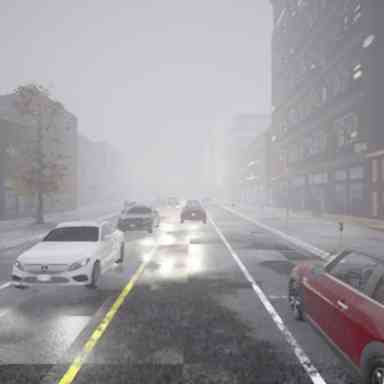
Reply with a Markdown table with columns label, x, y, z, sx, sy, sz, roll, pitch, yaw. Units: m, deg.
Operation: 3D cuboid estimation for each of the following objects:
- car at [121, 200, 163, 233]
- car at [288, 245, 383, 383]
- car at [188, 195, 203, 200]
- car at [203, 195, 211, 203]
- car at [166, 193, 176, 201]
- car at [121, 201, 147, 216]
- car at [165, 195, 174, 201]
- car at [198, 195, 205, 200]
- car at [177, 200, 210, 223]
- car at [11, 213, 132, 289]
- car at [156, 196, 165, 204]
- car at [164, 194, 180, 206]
| label | x | y | z | sx | sy | sz | roll | pitch | yaw |
| --- | --- | --- | --- | --- | --- | --- | --- | --- | --- |
| car | -3.039 | 1.481 | 19.693 | 1.882 | 1.535 | 5.008 | 0 | 0 | 1 |
| car | 2.709 | 1.440 | 4.530 | 1.967 | 1.590 | 4.097 | 1 | 0 | 0 |
| car | 0.132 | 1.485 | 45.859 | 1.882 | 1.535 | 5.008 | 0 | 0 | 0 |
| car | 3.051 | 1.541 | 71.400 | 1.812 | 1.442 | 4.674 | 0 | 0 | 0 |
| car | -5.608 | 1.339 | 89.775 | 2.192 | 1.841 | 5.009 | 1 | 0 | 0 |
| car | -5.653 | 1.588 | 32.908 | 1.802 | 1.307 | 4.206 | 1 | 0 | 0 |
| car | -5.617 | 1.587 | 84.088 | 1.947 | 1.339 | 4.313 | 1 | 0 | 0 |
| car | 2.771 | 1.570 | 95.516 | 1.887 | 1.381 | 4.507 | 1 | 0 | 0 |
| car | 0.117 | 1.568 | 25.523 | 1.994 | 1.385 | 4.181 | 0 | 0 | 0 |
| car | -3.084 | 1.527 | 9.267 | 1.812 | 1.442 | 4.674 | 0 | 0 | 0 |
| car | -5.631 | 1.453 | 61.341 | 1.967 | 1.590 | 4.097 | 1 | 0 | 0 |
| car | -3.012 | 1.488 | 55.356 | 1.882 | 1.535 | 5.008 | 0 | 0 | 1 |
